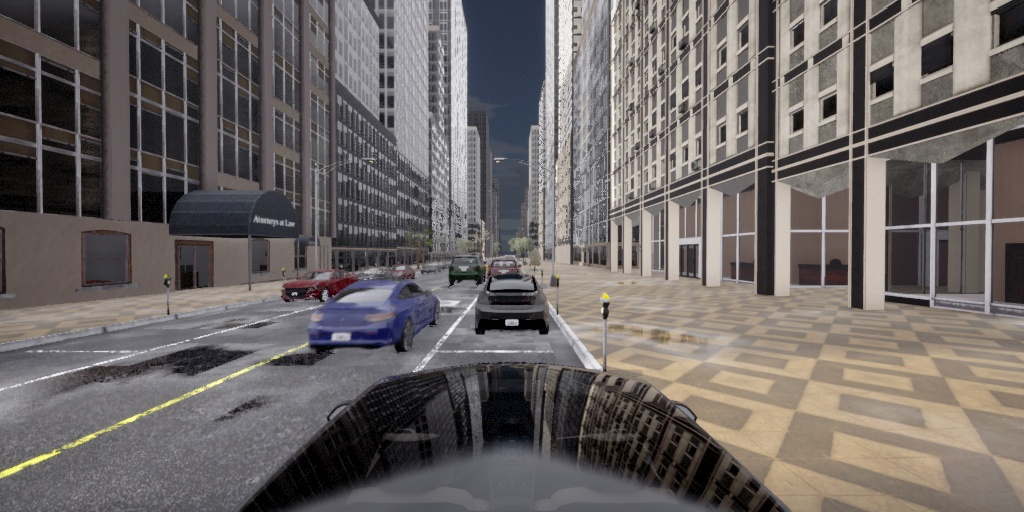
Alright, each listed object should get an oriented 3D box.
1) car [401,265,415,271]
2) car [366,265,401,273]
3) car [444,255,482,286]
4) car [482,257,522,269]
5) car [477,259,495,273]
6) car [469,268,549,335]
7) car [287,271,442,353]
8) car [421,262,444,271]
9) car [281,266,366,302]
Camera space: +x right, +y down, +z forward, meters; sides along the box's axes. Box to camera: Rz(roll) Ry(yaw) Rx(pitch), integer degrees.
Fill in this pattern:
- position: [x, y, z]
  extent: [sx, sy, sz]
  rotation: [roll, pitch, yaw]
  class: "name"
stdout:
- position: [-8.837, 1.327, 28.206]
  extent: [1.802, 1.307, 4.207]
  rotation: [0, 0, 0]
  class: "car"
- position: [-8.838, 1.297, 22.523]
  extent: [2.007, 1.370, 4.403]
  rotation: [0, 0, 0]
  class: "car"
- position: [-3.043, 0.966, 25.265]
  extent: [2.150, 2.045, 5.566]
  rotation: [0, 0, 0]
  class: "car"
- position: [-0.457, 1.061, 22.523]
  extent: [2.192, 1.841, 5.009]
  rotation: [0, 0, 0]
  class: "car"
- position: [-3.145, 1.199, 43.976]
  extent: [1.801, 1.575, 5.366]
  rotation: [0, 0, 0]
  class: "car"
- position: [-0.001, 1.252, 10.501]
  extent: [1.837, 1.490, 4.892]
  rotation: [0, 0, 0]
  class: "car"
- position: [-3.042, 1.274, 8.687]
  extent: [1.812, 1.442, 4.674]
  rotation: [0, 0, 0]
  class: "car"
- position: [-8.837, 1.294, 39.574]
  extent: [2.007, 1.370, 4.403]
  rotation: [0, 0, 0]
  class: "car"
- position: [-8.837, 1.292, 16.839]
  extent: [1.888, 1.381, 4.507]
  rotation: [0, 0, 0]
  class: "car"
